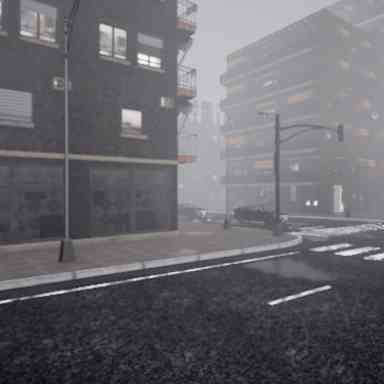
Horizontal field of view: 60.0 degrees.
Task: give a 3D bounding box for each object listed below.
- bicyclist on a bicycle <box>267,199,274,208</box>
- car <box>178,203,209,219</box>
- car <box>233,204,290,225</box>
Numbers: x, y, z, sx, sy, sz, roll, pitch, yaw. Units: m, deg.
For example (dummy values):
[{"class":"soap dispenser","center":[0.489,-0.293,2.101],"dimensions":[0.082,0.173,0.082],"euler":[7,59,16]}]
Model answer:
[{"class":"bicyclist on a bicycle","center":[8.555,1.562,36.233],"dimensions":[1.656,1.620,0.582],"euler":[-1,0,-36]},{"class":"car","center":[-0.261,1.829,33.489],"dimensions":[2.128,1.511,4.902],"euler":[0,-1,-37]},{"class":"car","center":[5.330,1.706,25.903],"dimensions":[2.128,1.511,4.902],"euler":[0,-1,-37]}]
